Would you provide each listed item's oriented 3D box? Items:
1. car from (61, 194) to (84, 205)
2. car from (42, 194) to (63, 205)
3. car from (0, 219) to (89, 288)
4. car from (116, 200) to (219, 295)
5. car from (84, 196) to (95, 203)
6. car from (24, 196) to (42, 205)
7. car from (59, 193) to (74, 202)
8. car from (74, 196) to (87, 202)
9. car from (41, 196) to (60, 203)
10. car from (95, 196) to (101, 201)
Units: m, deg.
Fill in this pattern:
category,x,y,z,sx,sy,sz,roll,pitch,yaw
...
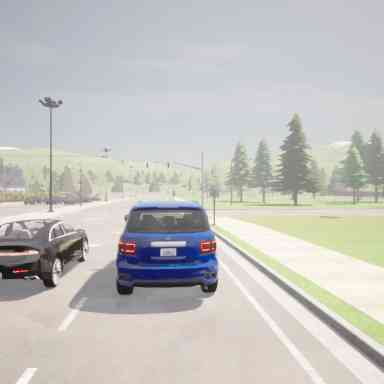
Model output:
category,x,y,z,sx,sy,sz,roll,pitch,yaw
car,-21.438,1.529,59.700,1.812,1.442,4.674,0,0,-4
car,-25.014,1.508,60.582,1.837,1.490,4.892,0,0,-4
car,-4.206,1.492,9.181,2.128,1.511,4.902,0,0,-5
car,-0.672,1.223,8.933,2.150,2.045,5.566,0,0,-5
car,-22.162,1.482,68.755,1.882,1.535,5.008,0,0,-5
car,-28.451,1.508,59.770,1.837,1.490,4.892,0,0,-4
car,-30.162,1.230,80.091,2.150,2.045,5.566,0,0,-5
car,-26.620,1.557,79.757,1.994,1.385,4.181,0,0,-5
car,-29.198,1.529,68.873,2.128,1.511,4.902,0,0,-5
car,-23.060,1.557,79.208,1.994,1.385,4.181,0,0,-5
